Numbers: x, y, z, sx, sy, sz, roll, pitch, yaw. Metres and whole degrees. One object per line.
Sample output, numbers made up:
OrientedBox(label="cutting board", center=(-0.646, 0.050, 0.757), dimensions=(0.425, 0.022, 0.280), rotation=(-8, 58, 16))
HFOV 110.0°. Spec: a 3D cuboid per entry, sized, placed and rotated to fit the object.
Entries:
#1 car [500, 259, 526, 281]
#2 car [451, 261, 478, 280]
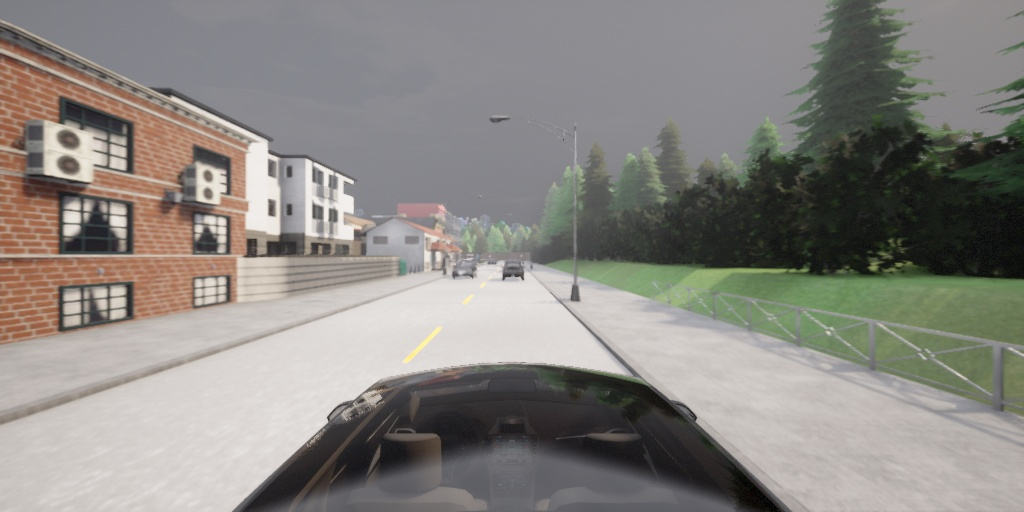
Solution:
OrientedBox(label="car", center=(0.096, 1.234, 30.101), dimensions=(1.837, 1.490, 4.892), rotation=(0, 0, 0))
OrientedBox(label="car", center=(-4.097, 1.220, 31.546), dimensions=(2.128, 1.511, 4.902), rotation=(0, 0, 0))
